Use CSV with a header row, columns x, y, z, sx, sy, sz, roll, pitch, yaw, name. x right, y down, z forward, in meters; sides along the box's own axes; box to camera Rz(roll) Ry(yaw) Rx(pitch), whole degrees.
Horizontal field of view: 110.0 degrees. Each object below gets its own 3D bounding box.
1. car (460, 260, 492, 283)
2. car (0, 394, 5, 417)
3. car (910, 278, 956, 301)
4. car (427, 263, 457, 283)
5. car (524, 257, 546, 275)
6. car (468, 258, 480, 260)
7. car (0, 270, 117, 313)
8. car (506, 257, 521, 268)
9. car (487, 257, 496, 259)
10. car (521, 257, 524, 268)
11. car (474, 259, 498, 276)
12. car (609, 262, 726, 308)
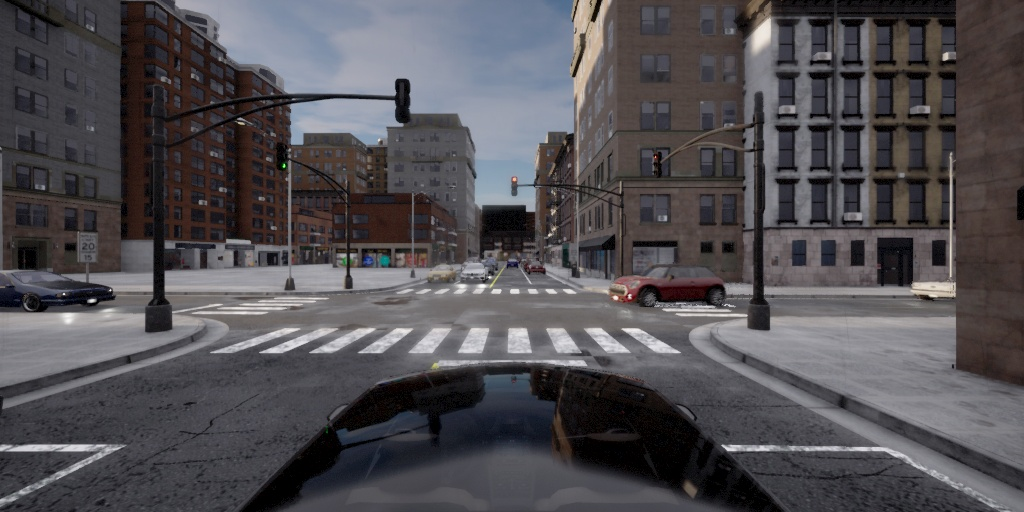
x,y,z,sx,sy,sz,roll,pitch,yaw,name
-2.856,1.276,28.106,1.812,1.442,4.674,0,0,0,car
-5.388,1.300,1.290,2.007,1.370,4.403,0,0,0,car
20.910,1.465,15.935,4.718,1.301,1.895,0,0,0,car
-5.397,1.276,27.965,1.751,1.417,4.829,0,0,0,car
2.624,1.191,39.462,1.967,1.591,4.097,0,0,0,car
-5.404,1.302,45.121,2.007,1.370,4.403,0,0,0,car
-17.807,1.216,12.935,5.357,1.411,2.033,0,0,0,car
0.082,1.231,59.830,1.882,1.535,5.008,0,0,0,car
-2.852,1.244,48.484,2.128,1.511,4.902,0,0,0,car
2.621,1.066,45.124,2.192,1.841,5.009,0,0,0,car
-2.850,1.315,37.898,1.994,1.385,4.181,0,0,1,car
6.440,1.136,15.062,4.553,1.767,2.097,0,0,-11,car
